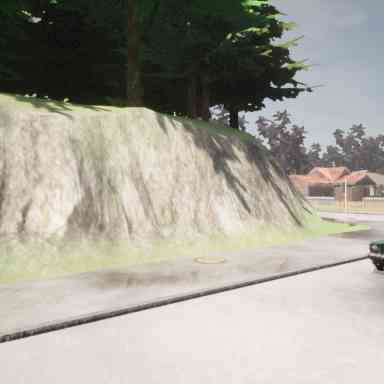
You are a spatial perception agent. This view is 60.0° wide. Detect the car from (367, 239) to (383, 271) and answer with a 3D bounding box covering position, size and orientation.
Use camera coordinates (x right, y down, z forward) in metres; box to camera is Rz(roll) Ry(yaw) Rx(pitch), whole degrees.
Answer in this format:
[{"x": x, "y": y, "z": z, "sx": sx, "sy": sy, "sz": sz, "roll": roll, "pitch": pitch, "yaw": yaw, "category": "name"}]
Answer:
[{"x": 7.140, "y": 1.601, "z": 9.725, "sx": 4.718, "sy": 1.301, "sz": 1.895, "roll": 0, "pitch": 0, "yaw": -36, "category": "car"}]
